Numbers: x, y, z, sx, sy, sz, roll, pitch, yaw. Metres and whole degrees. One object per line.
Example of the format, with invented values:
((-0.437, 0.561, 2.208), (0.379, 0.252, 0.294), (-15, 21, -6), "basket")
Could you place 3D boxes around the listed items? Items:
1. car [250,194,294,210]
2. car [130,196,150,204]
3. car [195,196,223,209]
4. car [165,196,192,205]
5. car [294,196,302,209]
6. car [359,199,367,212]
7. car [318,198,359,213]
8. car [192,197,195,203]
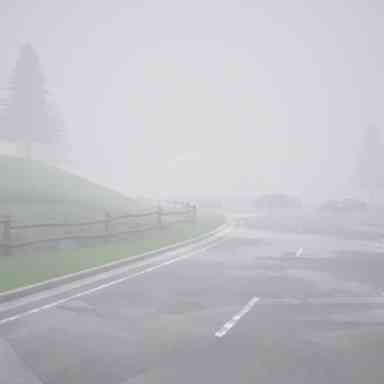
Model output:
((10.365, 1.221, 43.498), (2.150, 2.045, 5.566), (0, 0, -21), "car")
((-9.396, 1.491, 60.612), (2.128, 1.511, 4.902), (0, 0, -43), "car")
((2.486, 1.526, 44.218), (1.812, 1.442, 4.674), (0, 0, -23), "car")
((-2.745, 1.478, 58.453), (1.882, 1.535, 5.008), (0, 0, -42), "car")
((13.074, 1.352, 46.135), (2.097, 1.767, 4.553), (0, 0, -20), "car")
((18.602, 1.505, 39.493), (1.837, 1.490, 4.892), (0, 0, -10), "car")
((15.621, 1.526, 36.281), (1.812, 1.442, 4.674), (0, 0, -8), "car")
((1.308, 1.491, 59.027), (2.128, 1.511, 4.902), (0, 0, -41), "car")
